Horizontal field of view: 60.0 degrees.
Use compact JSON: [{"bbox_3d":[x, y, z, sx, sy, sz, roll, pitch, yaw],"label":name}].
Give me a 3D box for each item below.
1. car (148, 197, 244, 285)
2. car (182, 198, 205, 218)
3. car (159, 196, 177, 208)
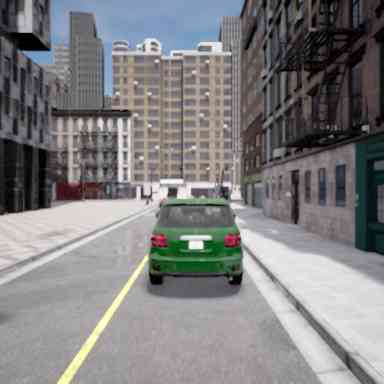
[{"bbox_3d":[0.102,1.155,9.440,2.150,2.045,5.566,0,0,0],"label":"car"},{"bbox_3d":[0.126,1.294,28.621,1.837,1.490,4.892,0,0,0],"label":"car"},{"bbox_3d":[-3.033,1.274,42.729,1.895,1.301,4.718,0,0,0],"label":"car"}]
